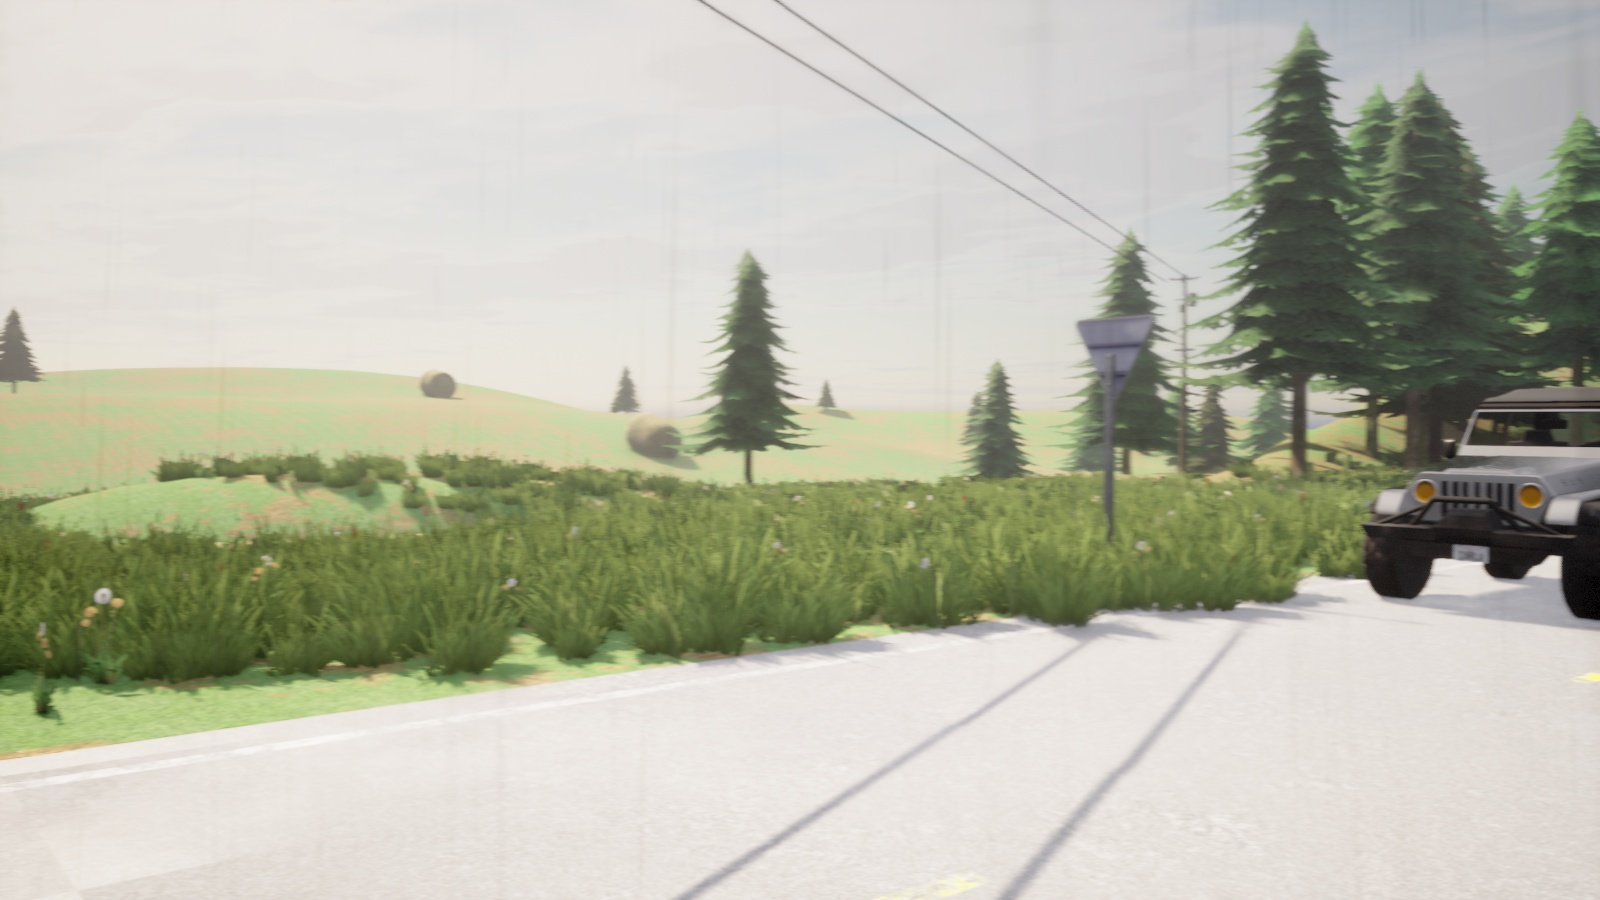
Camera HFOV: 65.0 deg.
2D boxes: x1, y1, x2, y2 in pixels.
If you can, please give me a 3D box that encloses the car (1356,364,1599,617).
[{"bbox_3d":[6.868,0.235,11.224,3.866,1.878,1.905,-2,2,-39],"label":"car"}]
